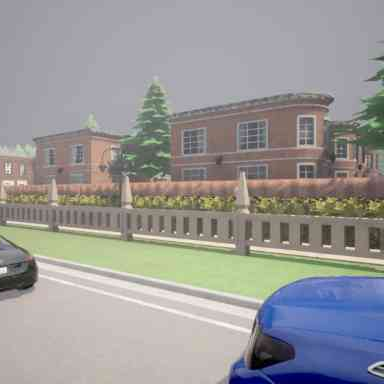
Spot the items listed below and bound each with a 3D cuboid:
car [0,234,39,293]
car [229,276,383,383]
[{"bbox_3d":[-5.506,1.564,7.877,4.181,1.385,1.994,0,0,36],"label":"car"},{"bbox_3d":[2.959,1.221,1.880,5.566,2.045,2.150,0,0,36],"label":"car"}]
